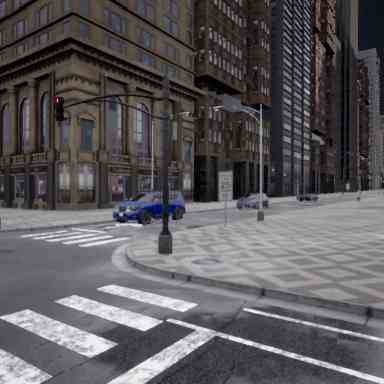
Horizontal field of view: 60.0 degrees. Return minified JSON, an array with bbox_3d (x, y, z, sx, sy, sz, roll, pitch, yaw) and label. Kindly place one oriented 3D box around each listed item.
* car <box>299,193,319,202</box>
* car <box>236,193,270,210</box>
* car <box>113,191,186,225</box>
[{"bbox_3d":[17.759,0.881,50.510,1.895,1.301,4.718,0,1,35],"label":"car"},{"bbox_3d":[6.428,0.885,34.789,2.097,1.767,4.553,0,1,36],"label":"car"},{"bbox_3d":[-2.642,0.963,22.089,2.150,2.045,5.566,0,1,35],"label":"car"}]
